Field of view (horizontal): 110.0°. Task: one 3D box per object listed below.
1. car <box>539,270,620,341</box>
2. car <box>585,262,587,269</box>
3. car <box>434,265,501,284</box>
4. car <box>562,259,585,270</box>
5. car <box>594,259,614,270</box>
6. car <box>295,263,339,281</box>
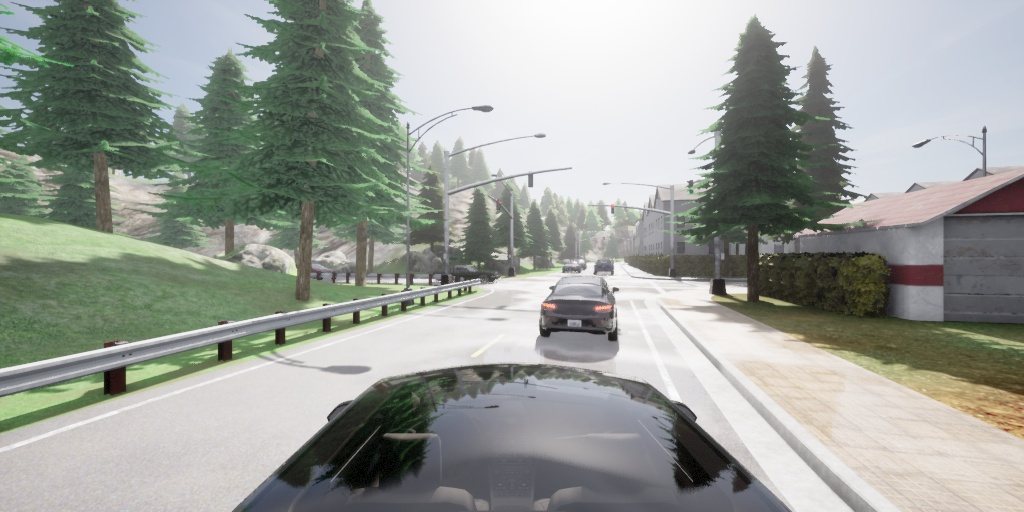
[{"bbox_3d":[1.939,1.276,9.902,1.812,1.442,4.674,0,0,15],"label":"car"},{"bbox_3d":[9.956,1.241,52.873,2.128,1.511,4.902,0,0,16],"label":"car"},{"bbox_3d":[-3.291,1.364,26.770,4.718,1.301,1.895,0,0,15],"label":"car"},{"bbox_3d":[7.270,1.314,43.184,1.994,1.385,4.181,0,0,15],"label":"car"},{"bbox_3d":[10.575,1.102,41.169,2.097,1.767,4.553,0,0,15],"label":"car"},{"bbox_3d":[-16.961,1.291,30.422,4.674,1.442,1.812,0,0,14],"label":"car"}]
